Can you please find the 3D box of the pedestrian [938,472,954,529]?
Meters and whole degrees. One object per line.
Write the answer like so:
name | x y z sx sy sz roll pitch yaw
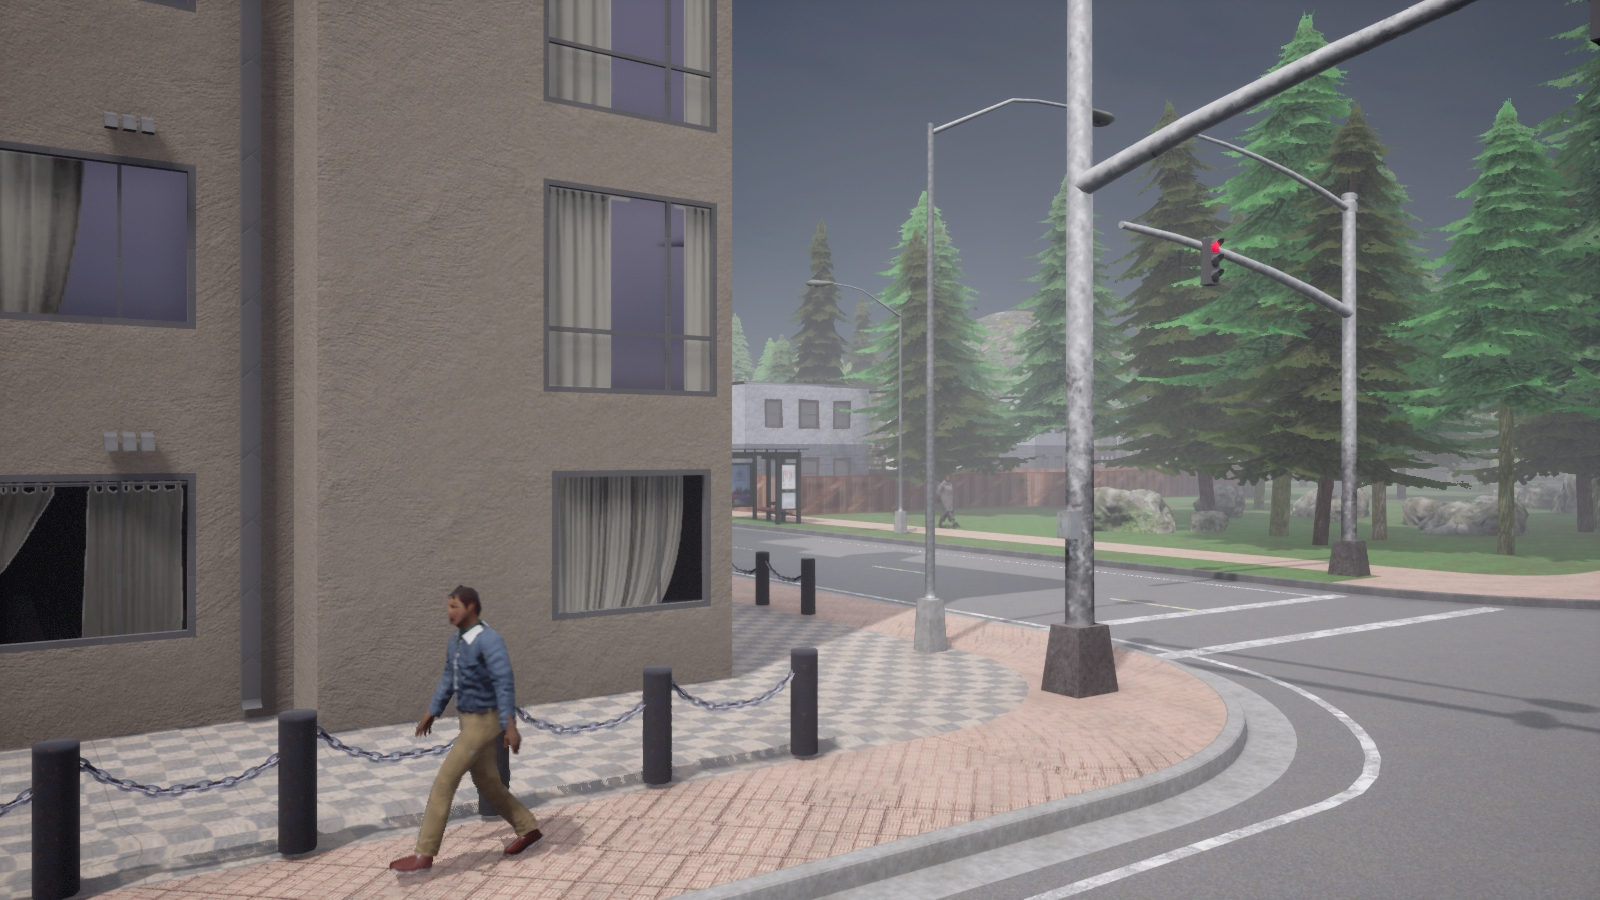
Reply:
pedestrian | 4.858 1.676 38.111 0.375 1.860 0.375 0 0 -34

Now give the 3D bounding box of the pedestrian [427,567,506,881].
pedestrian | -2.106 1.694 7.215 0.375 1.860 0.375 0 0 -35
